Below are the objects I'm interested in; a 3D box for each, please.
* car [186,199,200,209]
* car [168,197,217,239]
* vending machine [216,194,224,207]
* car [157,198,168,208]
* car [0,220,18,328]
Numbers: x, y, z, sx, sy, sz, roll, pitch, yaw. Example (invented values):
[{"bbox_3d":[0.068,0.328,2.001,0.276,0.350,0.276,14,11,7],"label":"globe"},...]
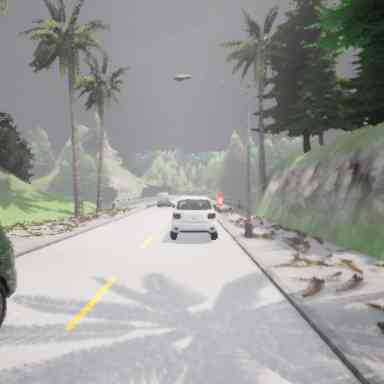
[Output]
[{"bbox_3d":[0.098,1.683,47.124,1.895,1.301,4.718,0,0,0],"label":"car"},{"bbox_3d":[0.099,1.253,17.556,2.150,2.045,5.566,0,0,0],"label":"car"},{"bbox_3d":[4.299,1.285,50.876,1.100,2.100,0.880,0,0,0],"label":"vending machine"},{"bbox_3d":[-4.040,1.633,49.006,2.033,1.411,5.357,0,0,1],"label":"car"},{"bbox_3d":[-4.100,1.229,3.532,2.150,2.045,5.566,0,0,0],"label":"car"}]
